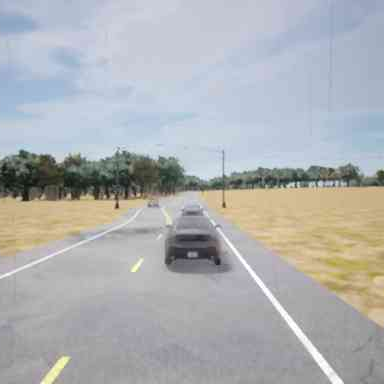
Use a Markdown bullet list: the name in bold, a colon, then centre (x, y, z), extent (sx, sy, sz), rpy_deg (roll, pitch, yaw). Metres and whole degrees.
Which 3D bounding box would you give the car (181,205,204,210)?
- **car**: centre (0.049, 1.823, 28.031), extent (1.812, 1.442, 4.674), rpy_deg (0, 0, 1)

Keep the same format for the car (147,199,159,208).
- **car**: centre (-6.840, 2.039, 58.676), extent (2.128, 1.511, 4.902), rpy_deg (0, 0, -3)

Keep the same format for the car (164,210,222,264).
- **car**: centre (0.042, 1.638, 12.364), extent (1.837, 1.490, 4.892), rpy_deg (0, 0, 1)
